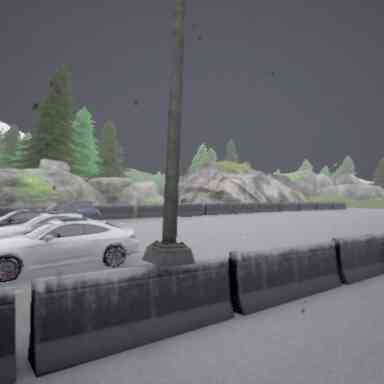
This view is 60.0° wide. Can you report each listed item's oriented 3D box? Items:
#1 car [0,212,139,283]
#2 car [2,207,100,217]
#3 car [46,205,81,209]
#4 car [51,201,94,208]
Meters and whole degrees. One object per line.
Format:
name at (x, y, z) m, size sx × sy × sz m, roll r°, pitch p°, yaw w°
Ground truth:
car at (-3.845, 1.528, 9.849) m, size 4.674 × 1.442 × 1.812 m, roll 0°, pitch 0°, yaw -36°
car at (-5.532, 1.528, 12.944) m, size 4.674 × 1.442 × 1.812 m, roll 0°, pitch 0°, yaw -36°
car at (-7.942, 1.527, 15.525) m, size 4.674 × 1.442 × 1.812 m, roll 0°, pitch 0°, yaw -36°
car at (-7.816, 1.356, 19.913) m, size 4.553 × 1.767 × 2.097 m, roll 0°, pitch 0°, yaw -35°
